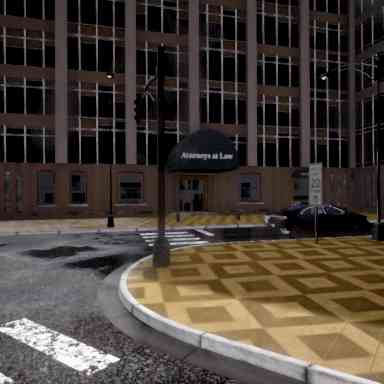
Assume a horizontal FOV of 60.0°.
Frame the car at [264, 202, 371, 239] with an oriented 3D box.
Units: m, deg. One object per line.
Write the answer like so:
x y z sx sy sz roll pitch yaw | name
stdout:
6.087 1.309 15.887 4.902 1.511 2.128 0 0 -14 | car

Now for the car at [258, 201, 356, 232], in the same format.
6.484 1.314 18.922 4.902 1.511 2.128 0 0 -14 | car
